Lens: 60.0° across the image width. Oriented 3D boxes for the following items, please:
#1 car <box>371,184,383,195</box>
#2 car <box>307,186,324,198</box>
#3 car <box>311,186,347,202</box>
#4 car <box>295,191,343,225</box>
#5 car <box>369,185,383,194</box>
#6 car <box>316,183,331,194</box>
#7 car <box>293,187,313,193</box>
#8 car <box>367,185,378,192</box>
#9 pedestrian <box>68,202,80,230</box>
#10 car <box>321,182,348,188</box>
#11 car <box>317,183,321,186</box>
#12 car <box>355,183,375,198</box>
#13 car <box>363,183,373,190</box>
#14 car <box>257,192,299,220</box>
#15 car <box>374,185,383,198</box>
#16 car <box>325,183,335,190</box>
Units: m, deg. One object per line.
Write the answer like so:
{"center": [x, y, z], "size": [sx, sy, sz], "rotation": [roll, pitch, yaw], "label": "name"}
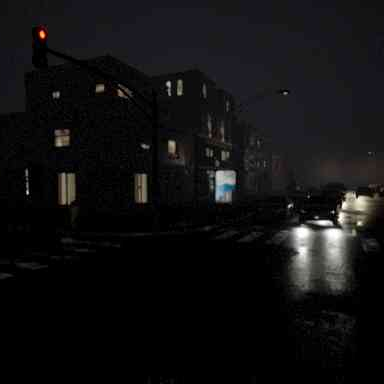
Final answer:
{"center": [29.173, -0.376, 51.776], "size": [1.967, 1.590, 4.097], "rotation": [1, 2, 25], "label": "car"}
{"center": [16.834, -0.010, 45.196], "size": [1.752, 1.417, 4.829], "rotation": [1, 2, 25], "label": "car"}
{"center": [11.552, 0.538, 27.747], "size": [2.128, 1.511, 4.902], "rotation": [1, 2, 25], "label": "car"}
{"center": [7.123, 0.895, 18.397], "size": [1.812, 1.442, 4.674], "rotation": [1, 2, 26], "label": "car"}
{"center": [31.515, -0.436, 56.778], "size": [2.008, 1.369, 4.403], "rotation": [1, 2, 25], "label": "car"}
{"center": [23.932, -0.738, 60.337], "size": [2.192, 1.841, 5.009], "rotation": [1, 2, 25], "label": "car"}
{"center": [9.880, 0.525, 30.357], "size": [2.008, 1.369, 4.403], "rotation": [1, 2, 25], "label": "car"}
{"center": [36.199, -0.745, 66.774], "size": [1.802, 1.307, 4.206], "rotation": [1, 2, 25], "label": "car"}
{"center": [-5.126, 0.972, 14.538], "size": [0.375, 1.300, 0.375], "rotation": [1, 1, 26], "label": "pedestrian"}
{"center": [16.128, -0.063, 37.354], "size": [2.150, 2.045, 5.566], "rotation": [0, 2, 25], "label": "car"}
{"center": [14.564, 0.071, 40.349], "size": [1.967, 1.590, 4.097], "rotation": [1, 2, 25], "label": "car"}
{"center": [22.389, -0.035, 43.414], "size": [1.882, 1.535, 5.008], "rotation": [1, 2, 25], "label": "car"}
{"center": [43.224, -1.394, 81.762], "size": [1.967, 1.590, 4.097], "rotation": [1, 2, 25], "label": "car"}
{"center": [5.197, 0.901, 20.363], "size": [1.802, 1.307, 4.206], "rotation": [1, 2, 25], "label": "car"}
{"center": [24.490, 0.077, 41.785], "size": [2.008, 1.369, 4.403], "rotation": [1, 2, 25], "label": "car"}
{"center": [33.299, -1.292, 80.333], "size": [1.967, 1.590, 4.097], "rotation": [1, 2, 25], "label": "car"}
